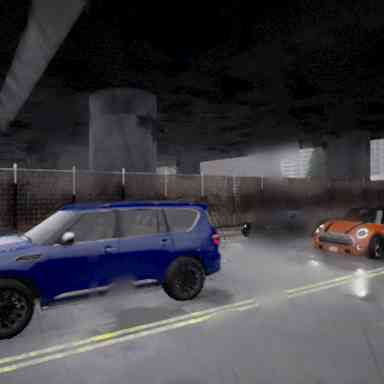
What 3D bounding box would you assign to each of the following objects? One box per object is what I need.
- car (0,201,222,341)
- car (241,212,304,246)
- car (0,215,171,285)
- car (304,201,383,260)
[{"bbox_3d":[-1.956,1.222,6.842,5.566,2.045,2.150,0,0,-33],"label":"car"},{"bbox_3d":[4.547,1.593,15.288,4.718,1.301,1.895,0,0,-33],"label":"car"},{"bbox_3d":[-3.474,1.545,10.029,5.357,1.411,2.033,0,0,-33],"label":"car"},{"bbox_3d":[6.680,1.344,12.500,4.553,1.767,2.097,0,0,-33],"label":"car"}]
